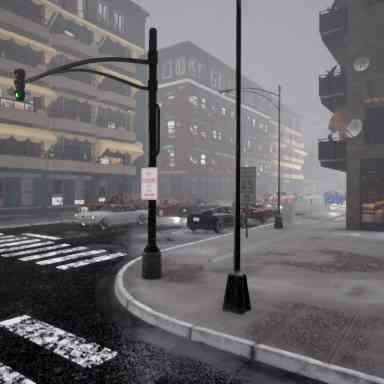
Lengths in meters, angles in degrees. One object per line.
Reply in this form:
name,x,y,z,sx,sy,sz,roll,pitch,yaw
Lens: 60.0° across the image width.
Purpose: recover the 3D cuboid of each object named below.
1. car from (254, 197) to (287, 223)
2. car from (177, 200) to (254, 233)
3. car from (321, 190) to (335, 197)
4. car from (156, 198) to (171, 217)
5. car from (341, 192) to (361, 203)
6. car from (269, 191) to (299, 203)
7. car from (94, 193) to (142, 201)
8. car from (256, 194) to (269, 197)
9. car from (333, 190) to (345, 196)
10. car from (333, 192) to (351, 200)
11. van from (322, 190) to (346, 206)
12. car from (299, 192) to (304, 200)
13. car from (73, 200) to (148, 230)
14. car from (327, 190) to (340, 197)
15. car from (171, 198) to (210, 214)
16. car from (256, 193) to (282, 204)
car,4.614,1.283,22.517,1.802,1.307,4.206,2,2,35
car,1.409,1.348,17.961,1.947,1.339,4.313,2,2,35
car,29.833,0.378,72.931,1.887,1.381,4.507,2,2,35
car,-2.217,1.180,27.370,1.887,1.381,4.507,2,2,35
car,23.844,0.763,49.853,1.887,1.381,4.507,2,2,35
car,11.502,0.717,42.328,2.097,1.767,4.553,1,1,36
car,-5.420,1.031,22.808,2.192,1.841,5.009,2,2,35
car,5.797,1.012,34.267,1.837,1.490,4.892,1,1,35
car,36.243,0.255,82.044,1.802,1.307,4.206,2,2,35
car,25.884,0.695,57.272,1.895,1.301,4.718,1,1,35
van,17.437,0.721,40.737,1.690,1.788,3.998,2,2,35
car,17.012,0.719,54.707,1.947,1.339,4.313,2,2,35
car,-4.549,1.368,19.565,1.895,1.301,4.718,1,1,35
car,33.038,0.335,77.488,1.802,1.307,4.206,2,2,35
car,0.545,1.203,26.830,1.994,1.385,4.181,1,1,34
car,10.603,0.880,45.594,1.947,1.339,4.313,2,2,35
